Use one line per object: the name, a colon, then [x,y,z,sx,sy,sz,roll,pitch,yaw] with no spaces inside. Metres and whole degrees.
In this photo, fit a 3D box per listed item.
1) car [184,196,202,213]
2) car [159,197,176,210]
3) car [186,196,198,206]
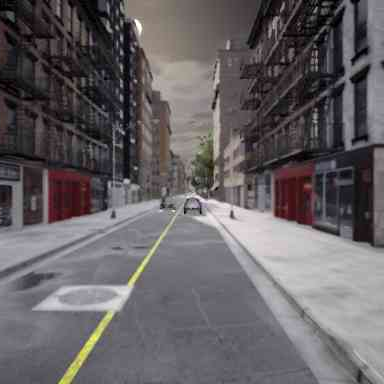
car: [0.098,1.403,36.067,2.033,1.649,4.856,0,0,0]
car: [-3.077,1.474,42.784,1.837,1.490,4.892,0,1,0]
car: [0.005,1.417,55.285,1.801,1.575,5.366,0,0,0]
